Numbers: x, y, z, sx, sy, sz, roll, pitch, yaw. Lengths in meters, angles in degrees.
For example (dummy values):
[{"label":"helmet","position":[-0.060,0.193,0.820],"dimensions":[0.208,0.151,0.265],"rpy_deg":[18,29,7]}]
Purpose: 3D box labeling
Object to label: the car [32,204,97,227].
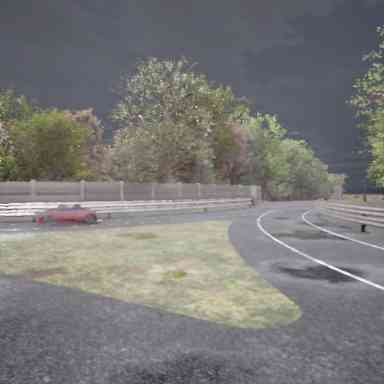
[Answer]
[{"label":"car","position":[-8.749,1.553,23.012],"dimensions":[4.181,1.385,1.994],"rpy_deg":[0,0,-29]}]
